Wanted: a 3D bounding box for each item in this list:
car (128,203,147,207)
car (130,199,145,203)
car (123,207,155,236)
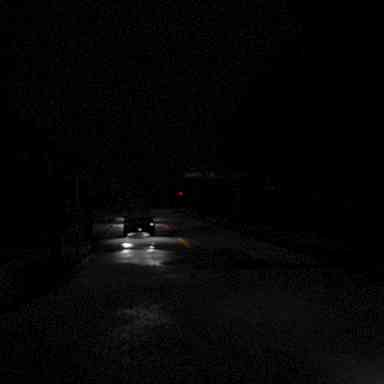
[{"bbox_3d":[-5.124,2.065,31.567,1.837,1.490,4.892,-1,-1,-10],"label":"car"},{"bbox_3d":[-6.937,1.971,42.387,2.150,2.045,5.566,-1,-1,-9],"label":"car"},{"bbox_3d":[-3.378,1.905,21.288,1.812,1.442,4.674,-1,-1,-10],"label":"car"}]
